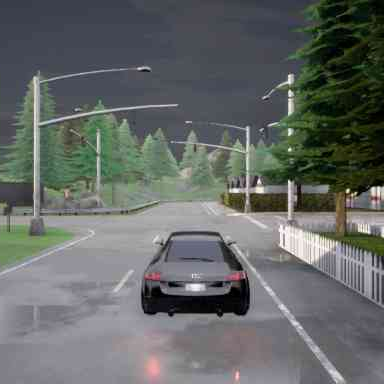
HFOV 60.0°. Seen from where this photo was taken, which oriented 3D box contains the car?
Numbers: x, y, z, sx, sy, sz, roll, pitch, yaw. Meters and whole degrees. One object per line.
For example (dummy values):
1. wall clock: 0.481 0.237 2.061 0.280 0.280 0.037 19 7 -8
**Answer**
1. car: 0.077 1.564 7.565 1.994 1.385 4.181 0 0 1
